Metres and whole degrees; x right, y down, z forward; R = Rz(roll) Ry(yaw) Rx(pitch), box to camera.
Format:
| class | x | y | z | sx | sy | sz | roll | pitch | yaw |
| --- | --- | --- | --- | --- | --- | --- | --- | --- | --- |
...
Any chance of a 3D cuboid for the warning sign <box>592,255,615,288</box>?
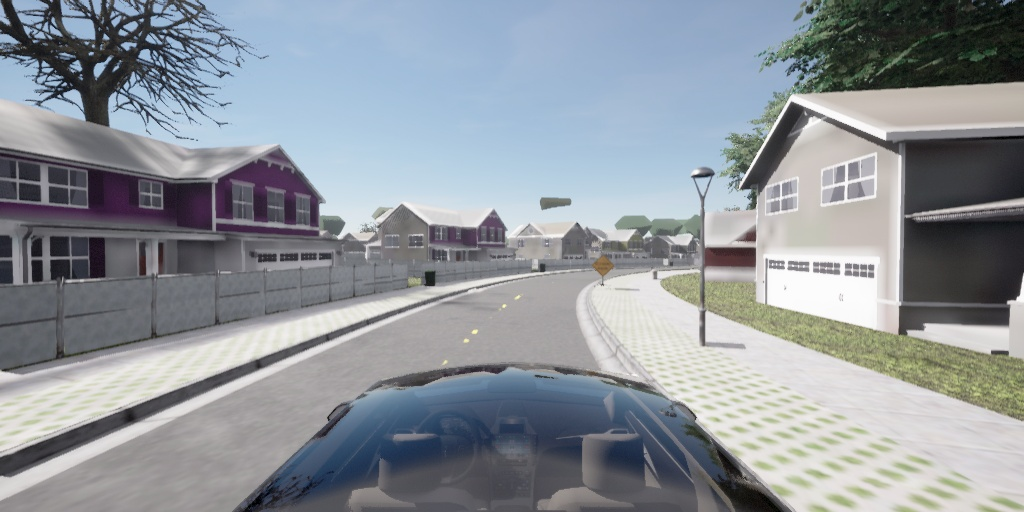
| class | x | y | z | sx | sy | sz | roll | pitch | yaw |
| --- | --- | --- | --- | --- | --- | --- | --- | --- | --- |
| warning sign | 5.303 | 0.852 | 20.979 | 1.300 | 1.860 | 1.060 | 0 | 0 | 16 |
